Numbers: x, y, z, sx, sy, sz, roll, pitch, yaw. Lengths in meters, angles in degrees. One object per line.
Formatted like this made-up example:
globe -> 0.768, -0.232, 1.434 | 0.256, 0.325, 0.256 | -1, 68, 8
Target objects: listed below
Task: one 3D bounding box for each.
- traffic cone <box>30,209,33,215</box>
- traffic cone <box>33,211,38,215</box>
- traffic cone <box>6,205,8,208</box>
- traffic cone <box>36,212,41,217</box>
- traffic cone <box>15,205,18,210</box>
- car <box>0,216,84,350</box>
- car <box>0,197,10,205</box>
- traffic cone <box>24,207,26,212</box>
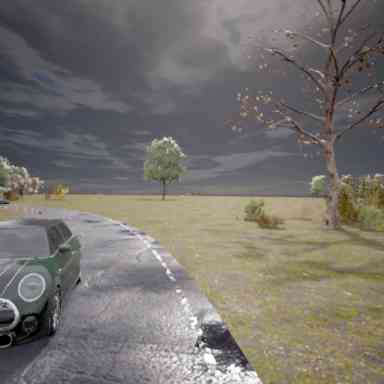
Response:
traffic cone -> -15.774, 1.928, 32.838 | 0.340, 0.580, 0.340 | 1, 0, -32
traffic cone -> -13.321, 1.945, 28.663 | 0.340, 0.580, 0.340 | 0, 0, -29
traffic cone -> -24.656, 1.847, 44.306 | 0.340, 0.580, 0.340 | 1, 0, -43
traffic cone -> -11.141, 1.957, 24.340 | 0.340, 0.580, 0.340 | 0, 0, -25
traffic cone -> -21.453, 1.879, 40.675 | 0.340, 0.580, 0.340 | 1, 0, -40
car -> -3.426, 1.362, 6.447 | 2.097, 1.767, 4.553 | 0, 0, -11
car -> -30.355, 1.402, 52.317 | 4.181, 1.385, 1.994 | 1, 0, 39
traffic cone -> -18.488, 1.907, 36.847 | 0.340, 0.580, 0.340 | 1, 0, -36
